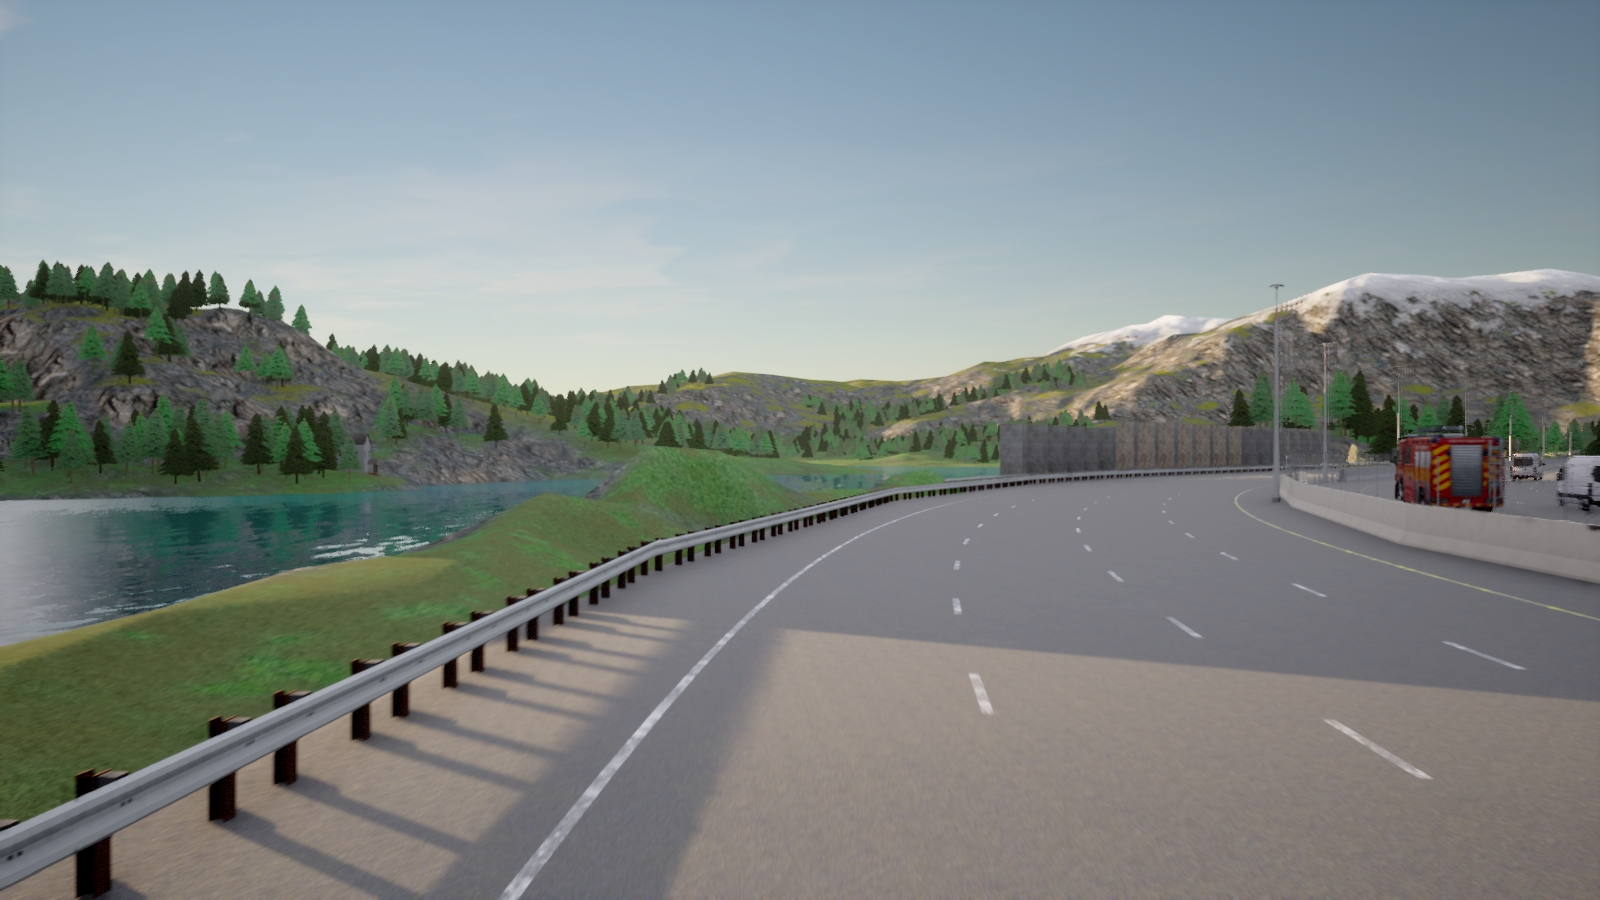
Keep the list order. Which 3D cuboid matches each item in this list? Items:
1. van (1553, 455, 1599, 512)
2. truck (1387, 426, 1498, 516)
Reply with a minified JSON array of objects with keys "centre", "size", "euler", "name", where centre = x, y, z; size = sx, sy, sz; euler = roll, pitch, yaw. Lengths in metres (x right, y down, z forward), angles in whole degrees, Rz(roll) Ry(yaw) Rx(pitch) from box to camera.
[{"centre":[37.849,1.535,54.442],"size":[1.988,2.561,5.915],"euler":[0,0,20],"name":"van"},{"centre":[29.681,0.887,53.161],"size":[2.891,3.827,8.468],"euler":[0,0,18],"name":"truck"}]
